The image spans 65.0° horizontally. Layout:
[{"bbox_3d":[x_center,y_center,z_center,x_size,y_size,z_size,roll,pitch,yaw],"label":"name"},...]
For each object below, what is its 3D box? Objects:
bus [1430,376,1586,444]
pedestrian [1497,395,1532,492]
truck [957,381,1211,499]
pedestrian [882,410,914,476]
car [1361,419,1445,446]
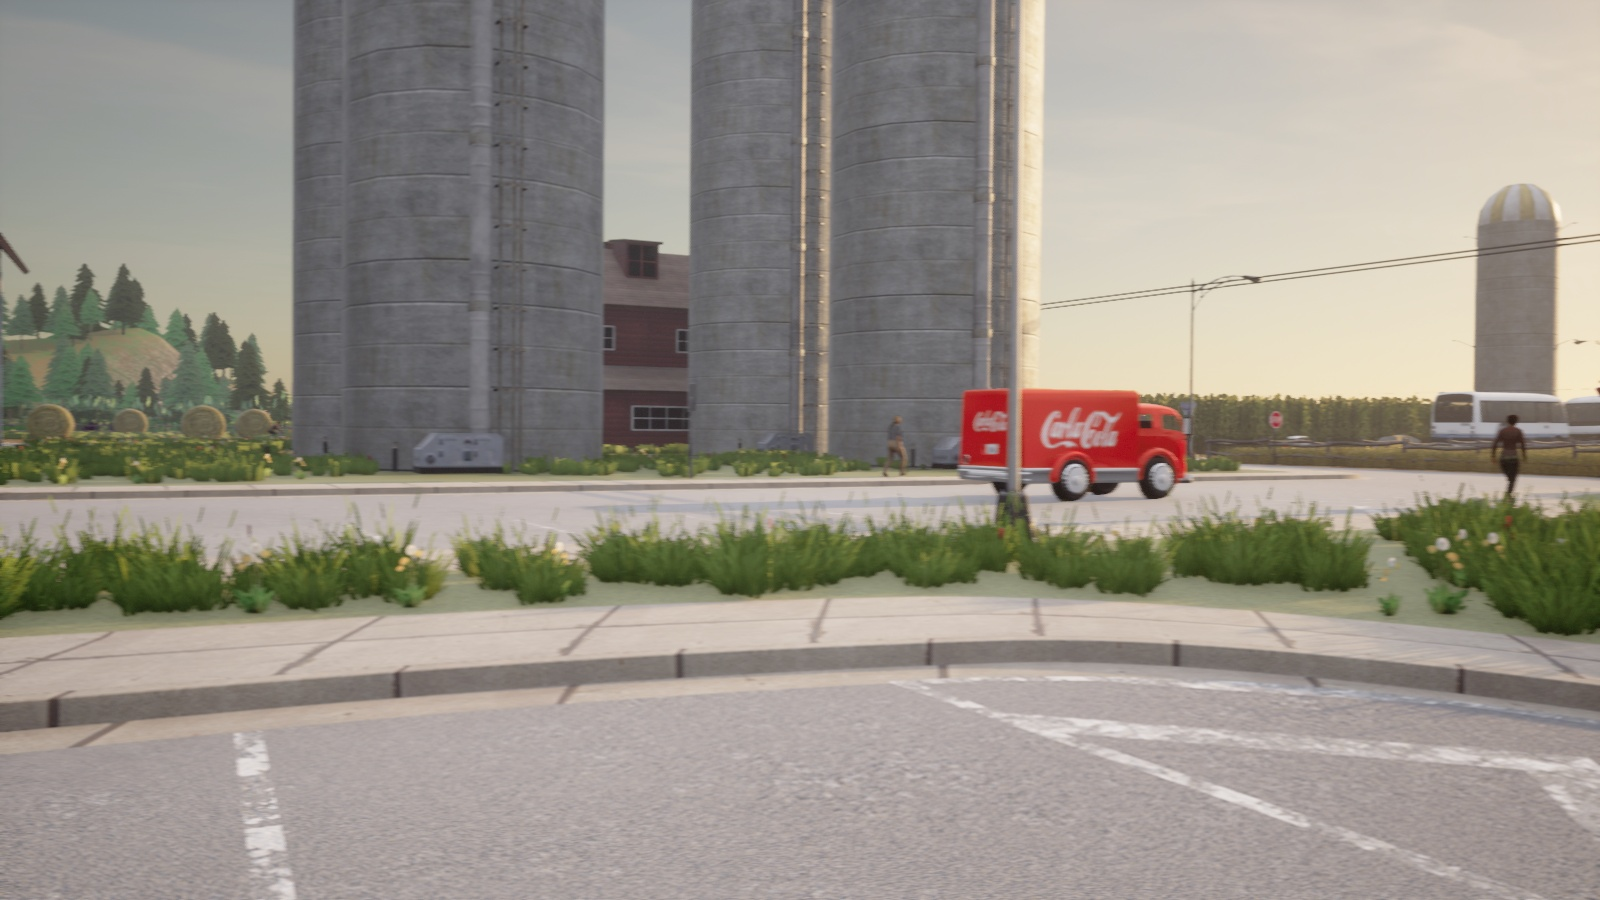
[{"bbox_3d":[46.664,-2.651,82.737,10.273,4.253,3.944,-2,1,-27],"label":"bus"},{"bbox_3d":[13.575,-0.125,23.856,0.869,1.805,0.328,-2,1,-42],"label":"pedestrian"},{"bbox_3d":[6.514,-0.269,28.741,5.204,2.467,2.627,-1,1,-28],"label":"truck"},{"bbox_3d":[2.808,-0.209,35.967,0.694,1.848,0.540,-1,1,-39],"label":"pedestrian"},{"bbox_3d":[37.458,-1.083,77.993,5.366,1.575,1.801,-2,1,-27],"label":"car"}]
